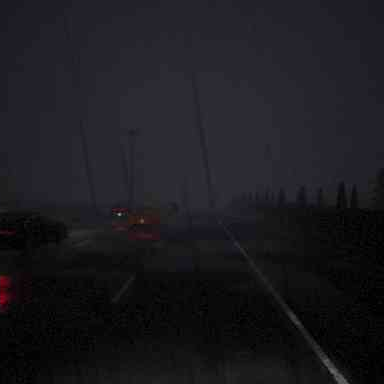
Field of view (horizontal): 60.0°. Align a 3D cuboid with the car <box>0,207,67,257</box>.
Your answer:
[{"bbox_3d":[-6.641,1.569,13.250,2.128,1.511,4.902,0,0,1],"label":"car"}]

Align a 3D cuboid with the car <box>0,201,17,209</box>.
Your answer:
[{"bbox_3d":[-20.395,1.676,34.971,1.882,1.535,5.008,0,0,1],"label":"car"}]

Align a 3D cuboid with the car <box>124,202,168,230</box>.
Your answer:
[{"bbox_3d":[-2.957,1.624,22.547,1.882,1.535,5.008,0,0,1],"label":"car"}]

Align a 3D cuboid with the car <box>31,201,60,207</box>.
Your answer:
[{"bbox_3d":[-16.825,1.775,38.277,2.033,1.411,5.357,0,0,1],"label":"car"}]

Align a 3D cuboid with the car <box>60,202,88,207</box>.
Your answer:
[{"bbox_3d":[-13.309,1.801,38.828,1.994,1.385,4.181,0,0,1],"label":"car"}]

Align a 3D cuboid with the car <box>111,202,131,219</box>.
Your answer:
[{"bbox_3d":[-6.274,1.705,31.345,1.837,1.490,4.892,0,0,1],"label":"car"}]

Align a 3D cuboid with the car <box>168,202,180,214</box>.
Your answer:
[{"bbox_3d":[-2.596,1.827,39.872,1.994,1.385,4.181,0,0,1],"label":"car"}]
